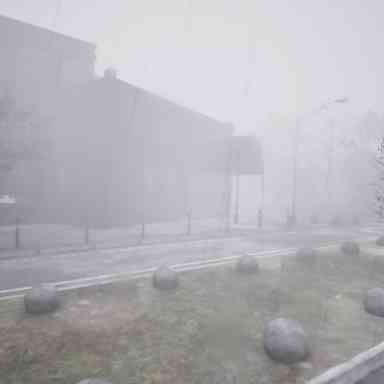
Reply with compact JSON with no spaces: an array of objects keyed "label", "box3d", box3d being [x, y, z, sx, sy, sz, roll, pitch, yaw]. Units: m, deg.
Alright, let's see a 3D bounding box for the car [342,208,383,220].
[{"label":"car","box3d":[20.442,2.586,39.458,4.718,1.301,1.895,2,-2,20]}]
